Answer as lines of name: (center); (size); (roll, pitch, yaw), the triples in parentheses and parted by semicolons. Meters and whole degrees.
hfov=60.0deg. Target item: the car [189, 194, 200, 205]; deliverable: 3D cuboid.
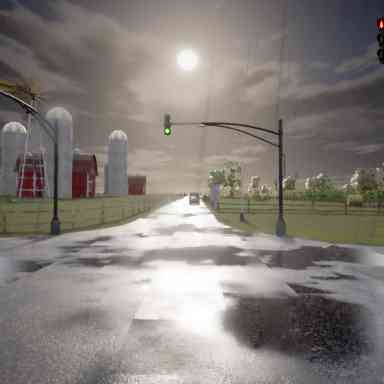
car: (0.434, 1.523, 60.212); (2.128, 1.511, 4.902); (0, 0, 0)

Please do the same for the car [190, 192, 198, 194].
car: (0.518, 1.100, 70.665); (2.150, 2.045, 5.566); (0, 0, 0)
